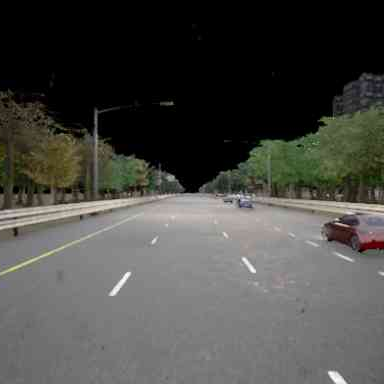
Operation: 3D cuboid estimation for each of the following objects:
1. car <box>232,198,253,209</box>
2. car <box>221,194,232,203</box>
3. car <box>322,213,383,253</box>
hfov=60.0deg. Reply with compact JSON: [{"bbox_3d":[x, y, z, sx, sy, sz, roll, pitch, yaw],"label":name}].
[{"bbox_3d":[7.092,1.567,45.626,1.812,1.442,4.674,0,0,0],"label":"car"},{"bbox_3d":[7.193,1.653,67.872,1.895,1.301,4.718,0,0,0],"label":"car"},{"bbox_3d":[7.005,1.572,13.741,1.994,1.385,4.181,0,0,0],"label":"car"}]
